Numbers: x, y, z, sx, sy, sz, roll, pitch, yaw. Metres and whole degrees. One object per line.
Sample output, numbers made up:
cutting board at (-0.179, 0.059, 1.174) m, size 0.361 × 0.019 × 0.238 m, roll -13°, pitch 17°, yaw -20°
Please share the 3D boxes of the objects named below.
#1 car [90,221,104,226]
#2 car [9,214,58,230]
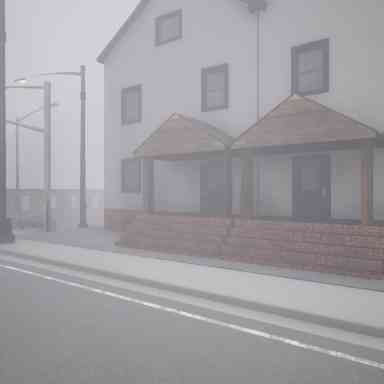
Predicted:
car at (-8.950, 3.820, 36.396) m, size 2.097 × 1.767 × 4.553 m, roll 0°, pitch -12°, yaw 35°
car at (-14.051, 2.655, 29.306) m, size 1.994 × 1.385 × 4.181 m, roll 0°, pitch -9°, yaw 36°
